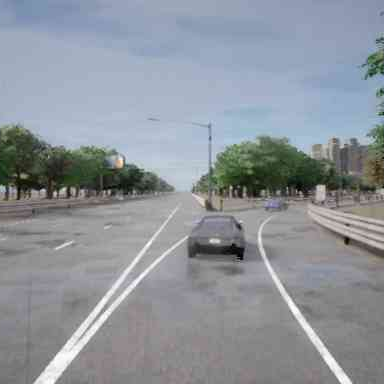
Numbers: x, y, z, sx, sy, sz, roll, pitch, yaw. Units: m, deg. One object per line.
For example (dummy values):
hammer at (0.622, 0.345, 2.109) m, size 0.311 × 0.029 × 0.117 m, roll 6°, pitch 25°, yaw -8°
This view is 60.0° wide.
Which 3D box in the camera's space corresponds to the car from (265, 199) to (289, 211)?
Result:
car at (10.495, 1.548, 41.088) m, size 2.033 × 1.411 × 5.357 m, roll 0°, pitch 0°, yaw 29°

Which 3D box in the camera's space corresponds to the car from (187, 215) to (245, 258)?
car at (1.041, 1.567, 12.815) m, size 1.994 × 1.385 × 4.181 m, roll 0°, pitch 0°, yaw 8°

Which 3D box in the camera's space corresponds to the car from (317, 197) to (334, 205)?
car at (23.874, 1.545, 59.302) m, size 1.994 × 1.385 × 4.181 m, roll 0°, pitch 0°, yaw 43°
